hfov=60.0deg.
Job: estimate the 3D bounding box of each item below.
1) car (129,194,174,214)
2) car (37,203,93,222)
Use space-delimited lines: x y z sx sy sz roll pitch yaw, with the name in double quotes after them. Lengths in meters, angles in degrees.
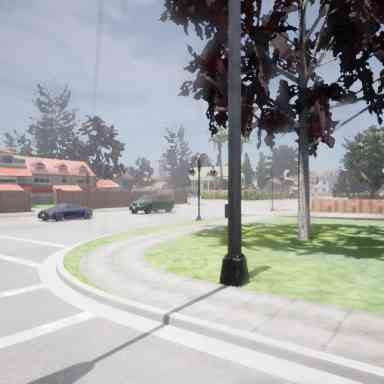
-4.163 1.221 35.229 2.150 2.045 5.566 0 0 35 "car"
-10.033 1.565 26.558 1.994 1.385 4.181 0 0 34 "car"
